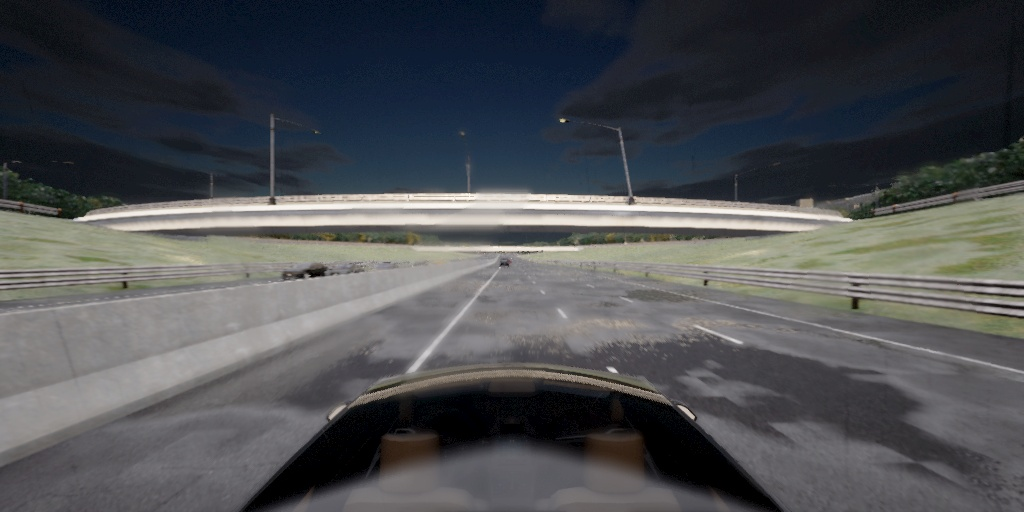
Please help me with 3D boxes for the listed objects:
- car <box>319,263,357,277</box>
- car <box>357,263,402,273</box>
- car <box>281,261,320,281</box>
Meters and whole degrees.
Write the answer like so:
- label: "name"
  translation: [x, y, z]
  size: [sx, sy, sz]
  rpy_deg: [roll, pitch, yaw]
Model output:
- label: "car"
  translation: [-14.149, 1.327, 30.644]
  size: [1.994, 1.385, 4.181]
  rpy_deg: [0, 0, 0]
- label: "car"
  translation: [-10.651, 1.308, 30.185]
  size: [2.033, 1.411, 5.357]
  rpy_deg: [0, 0, 0]
- label: "car"
  translation: [-17.650, 1.243, 30.898]
  size: [1.882, 1.535, 5.008]
  rpy_deg: [0, 0, 0]
